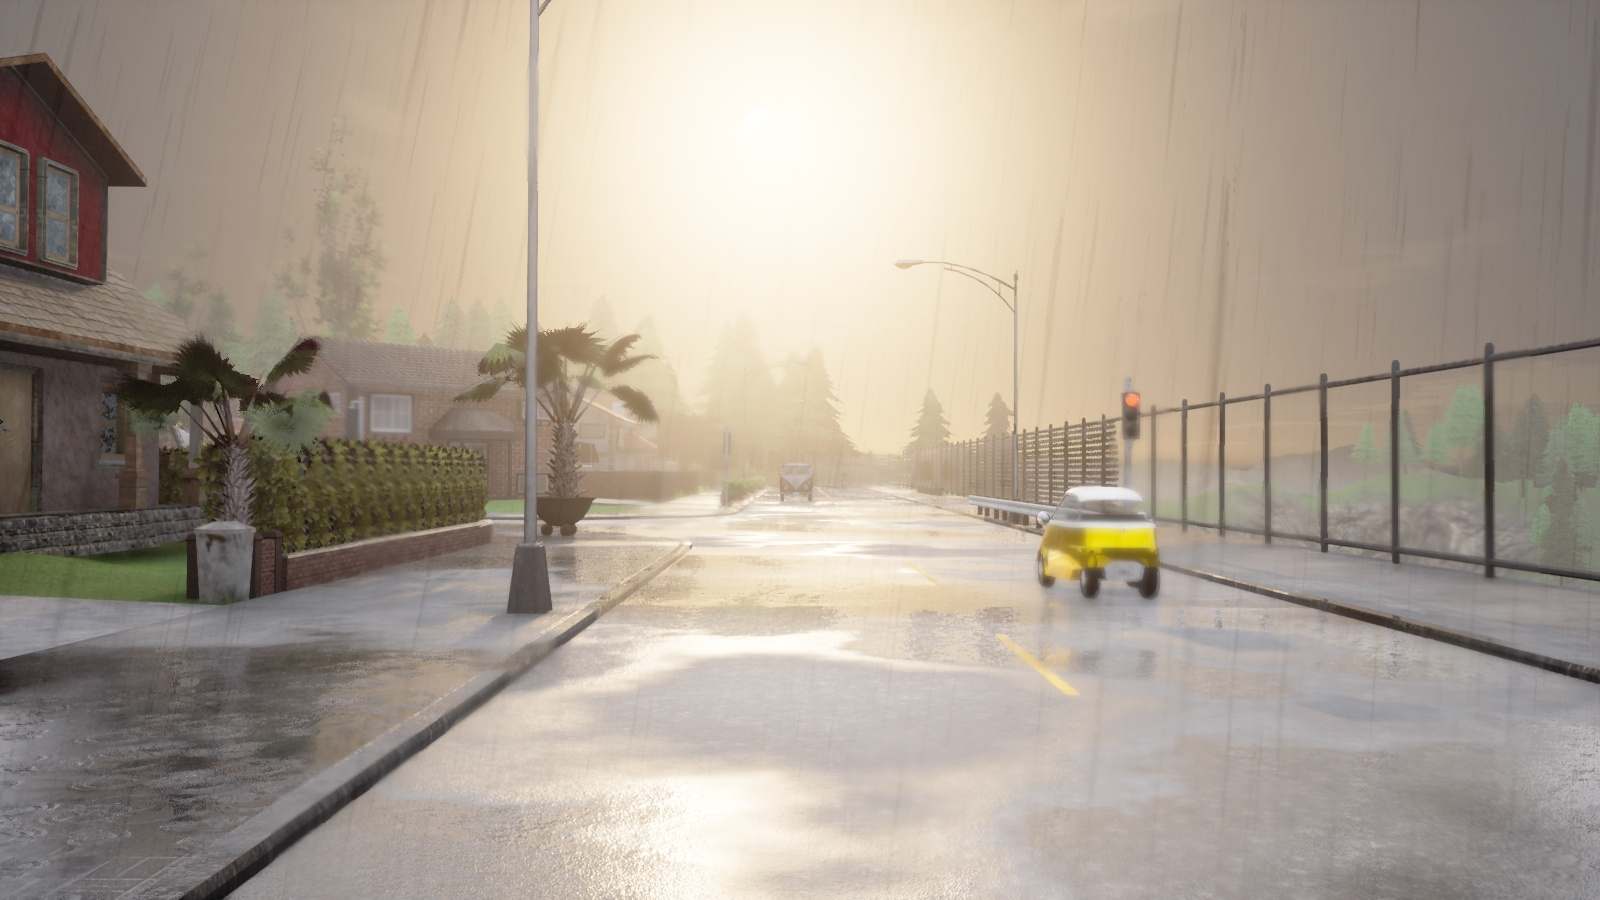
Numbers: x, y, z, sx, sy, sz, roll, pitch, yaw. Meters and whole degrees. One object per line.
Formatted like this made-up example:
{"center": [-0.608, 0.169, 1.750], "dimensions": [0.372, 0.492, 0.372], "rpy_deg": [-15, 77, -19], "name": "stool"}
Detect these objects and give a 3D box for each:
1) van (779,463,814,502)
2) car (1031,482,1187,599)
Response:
{"center": [-0.185, 1.672, 65.916], "dimensions": [1.775, 1.987, 4.442], "rpy_deg": [0, -1, 0], "name": "van"}
{"center": [3.959, 1.128, 16.375], "dimensions": [1.481, 1.376, 2.207], "rpy_deg": [0, -1, 0], "name": "car"}
